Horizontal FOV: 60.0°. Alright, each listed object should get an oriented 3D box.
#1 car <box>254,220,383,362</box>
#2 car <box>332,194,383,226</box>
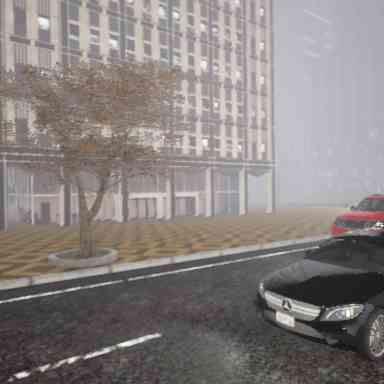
[{"bbox_3d":[3.183,1.480,5.945,4.674,1.442,1.812,-1,0,-35],"label":"car"},{"bbox_3d":[7.929,1.115,13.282,5.566,2.045,2.150,0,0,-35],"label":"car"}]
